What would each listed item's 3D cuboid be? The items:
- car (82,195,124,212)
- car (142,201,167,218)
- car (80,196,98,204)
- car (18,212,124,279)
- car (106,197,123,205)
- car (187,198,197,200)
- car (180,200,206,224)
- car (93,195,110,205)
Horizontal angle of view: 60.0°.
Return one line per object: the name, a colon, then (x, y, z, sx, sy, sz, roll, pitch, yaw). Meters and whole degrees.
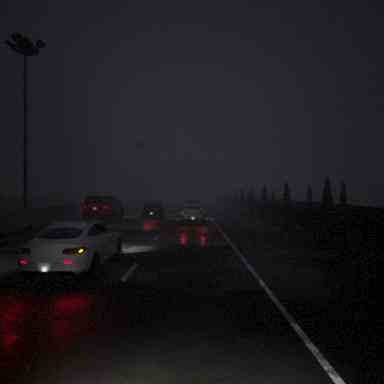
car: (-6.946, 1.273, 26.374, 2.150, 2.045, 5.566, 0, 0, 0)
car: (-3.455, 1.564, 30.693, 1.837, 1.490, 4.892, 0, 0, 0)
car: (-21.122, 1.660, 68.527, 2.128, 1.511, 4.902, 0, 0, 0)
car: (-3.422, 1.546, 10.032, 1.812, 1.442, 4.674, 0, 0, 0)
car: (-14.134, 1.622, 60.942, 1.837, 1.490, 4.892, 0, 0, 0)
car: (0.025, 1.586, 42.159, 1.837, 1.490, 4.892, 0, 0, 0)
car: (0.060, 1.573, 25.197, 1.812, 1.442, 4.674, 0, 0, 0)
car: (-17.620, 1.482, 64.892, 2.097, 1.767, 4.553, 0, 0, 0)
